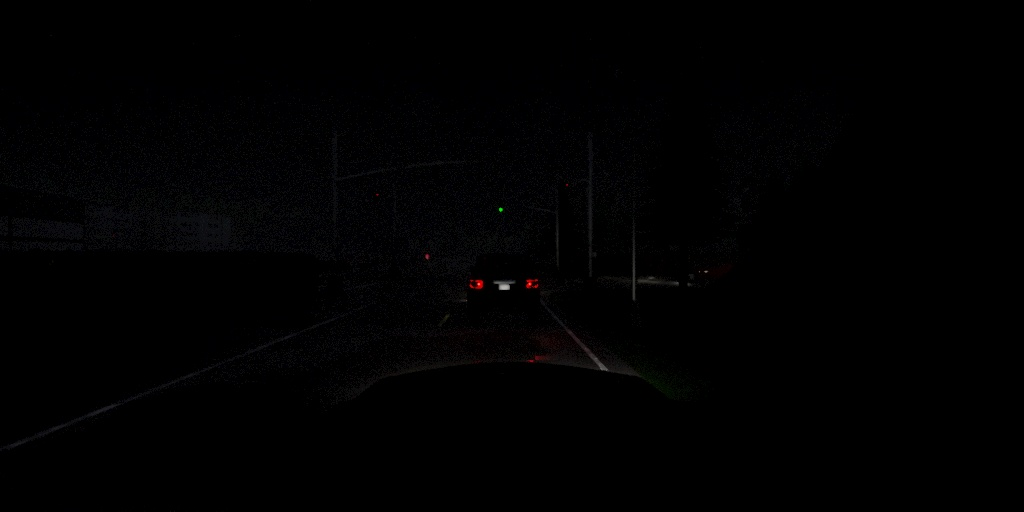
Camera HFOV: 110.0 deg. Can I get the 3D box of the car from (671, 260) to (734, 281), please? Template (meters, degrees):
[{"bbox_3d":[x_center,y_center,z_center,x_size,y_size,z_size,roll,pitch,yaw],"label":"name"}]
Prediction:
[{"bbox_3d":[14.696,1.098,27.337,5.008,1.535,1.882,0,0,-4],"label":"car"}]

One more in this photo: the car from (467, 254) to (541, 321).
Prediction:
[{"bbox_3d":[-0.313,0.937,12.475,2.150,2.045,5.566,0,0,-2],"label":"car"}]
